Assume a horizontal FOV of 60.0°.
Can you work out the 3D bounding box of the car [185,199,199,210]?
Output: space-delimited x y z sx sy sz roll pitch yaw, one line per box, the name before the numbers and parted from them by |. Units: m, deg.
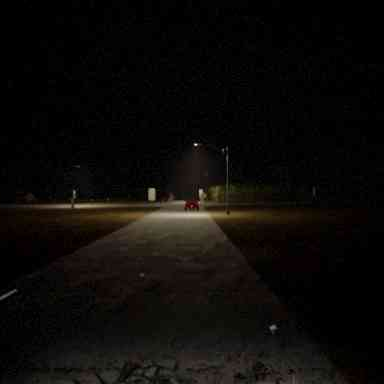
car | -0.011 1.736 46.823 1.882 1.535 5.008 0 0 0
